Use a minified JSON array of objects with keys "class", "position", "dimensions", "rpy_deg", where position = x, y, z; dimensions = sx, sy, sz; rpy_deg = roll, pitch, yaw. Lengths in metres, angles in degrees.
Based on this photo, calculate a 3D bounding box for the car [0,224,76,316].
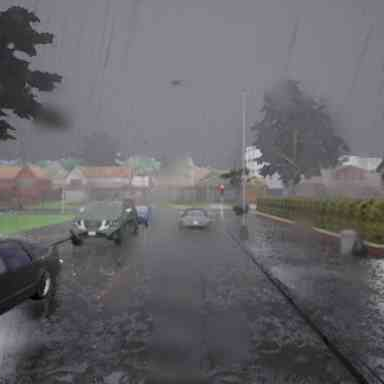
[{"class":"car","position":[-4.072,1.577,5.830],"dimensions":[2.033,1.411,5.357],"rpy_deg":[0,0,0]}]

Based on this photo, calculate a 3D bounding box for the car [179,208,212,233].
[{"class":"car","position":[0.216,1.703,20.694],"dimensions":[1.994,1.385,4.181],"rpy_deg":[0,0,0]}]

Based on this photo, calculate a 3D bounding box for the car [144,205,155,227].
[{"class":"car","position":[-3.860,1.659,24.409],"dimensions":[1.882,1.535,5.008],"rpy_deg":[0,0,0]}]

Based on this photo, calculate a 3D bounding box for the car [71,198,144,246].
[{"class":"car","position":[-3.985,1.320,16.133],"dimensions":[2.150,2.045,5.566],"rpy_deg":[0,0,1]}]
